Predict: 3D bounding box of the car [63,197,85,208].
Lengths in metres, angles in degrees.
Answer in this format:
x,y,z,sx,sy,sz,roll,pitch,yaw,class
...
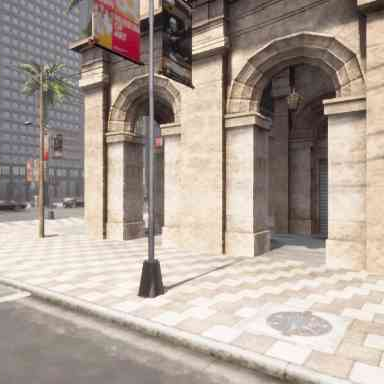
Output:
x,y,z,sx,sy,sz,roll,pitch,yaw,class
-16.562,1.513,48.769,2.161,1.482,4.786,0,0,35,car

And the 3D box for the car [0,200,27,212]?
x,y,z,sx,sy,sz,roll,pitch,yaw,class
-21.169,1.600,37.052,1.895,1.301,4.718,0,0,36,car
